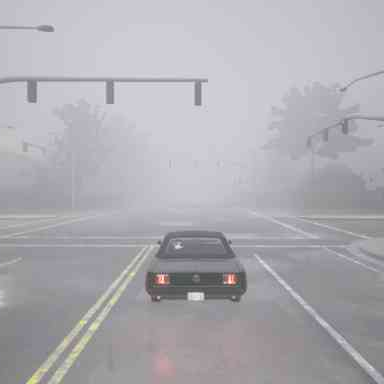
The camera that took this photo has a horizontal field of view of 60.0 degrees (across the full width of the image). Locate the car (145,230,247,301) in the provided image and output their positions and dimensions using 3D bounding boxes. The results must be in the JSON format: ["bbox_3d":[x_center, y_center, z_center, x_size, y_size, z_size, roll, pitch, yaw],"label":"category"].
[{"bbox_3d":[0.066,1.601,8.242,1.895,1.301,4.718,0,0,0],"label":"car"}]
